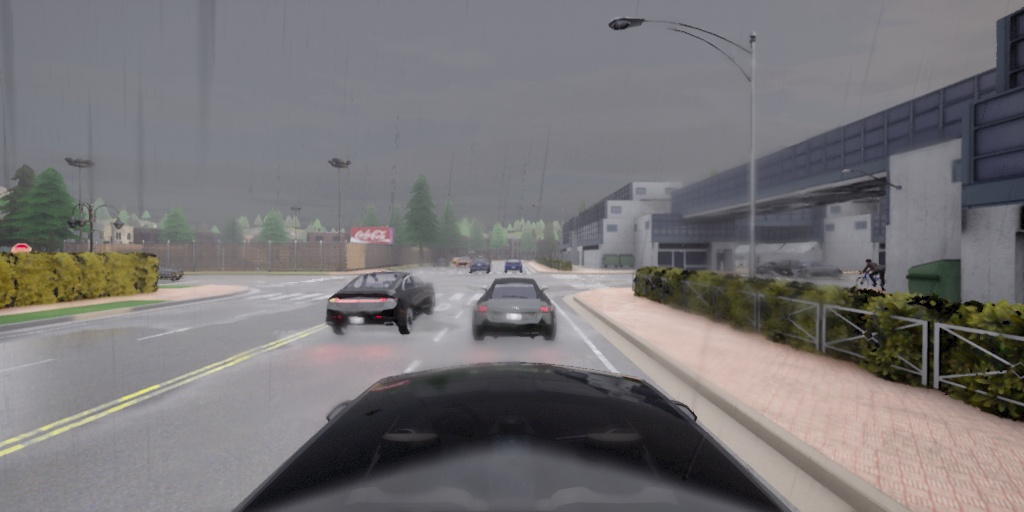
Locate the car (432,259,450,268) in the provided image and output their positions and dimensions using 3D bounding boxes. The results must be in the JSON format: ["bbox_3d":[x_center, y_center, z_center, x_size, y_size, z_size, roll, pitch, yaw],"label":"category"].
[{"bbox_3d":[-10.393,1.057,52.817,1.994,1.385,4.181,0,0,1],"label":"car"}]

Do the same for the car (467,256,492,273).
[{"bbox_3d":[-3.330,0.914,39.077,2.097,1.767,4.553,0,0,0],"label":"car"}]

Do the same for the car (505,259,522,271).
[{"bbox_3d":[0.185,1.031,40.922,1.882,1.535,5.008,0,0,0],"label":"car"}]

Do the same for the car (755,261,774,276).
[{"bbox_3d":[24.972,1.096,33.231,4.892,1.490,1.837,0,0,0],"label":"car"}]

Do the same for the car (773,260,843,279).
[{"bbox_3d":[24.710,1.173,29.731,4.181,1.385,1.994,0,0,0],"label":"car"}]

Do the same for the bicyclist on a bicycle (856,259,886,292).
[{"bbox_3d":[18.314,0.971,18.252,0.582,1.620,1.656,0,0,0],"label":"bicyclist on a bicycle"}]

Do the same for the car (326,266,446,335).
[{"bbox_3d":[-3.470,1.198,10.339,2.128,1.511,4.902,0,0,-1],"label":"car"}]

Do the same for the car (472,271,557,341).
[{"bbox_3d":[0.068,1.274,9.756,1.994,1.385,4.181,0,0,1],"label":"car"}]

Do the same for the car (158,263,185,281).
[{"bbox_3d":[-26.115,1.119,25.412,4.892,1.490,1.837,0,0,0],"label":"car"}]

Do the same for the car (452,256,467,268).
[{"bbox_3d":[-6.898,0.849,52.226,2.097,1.767,4.553,0,0,1],"label":"car"}]
